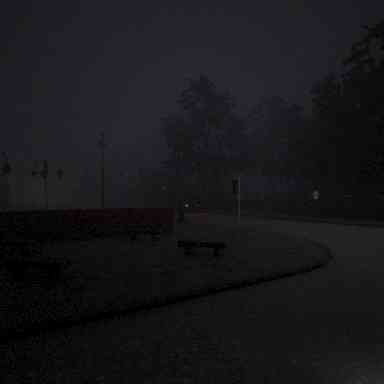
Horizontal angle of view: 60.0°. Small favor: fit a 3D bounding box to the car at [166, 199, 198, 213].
[{"bbox_3d":[-1.150,1.526,35.698,1.812,1.442,4.674,0,0,-35],"label":"car"}]
